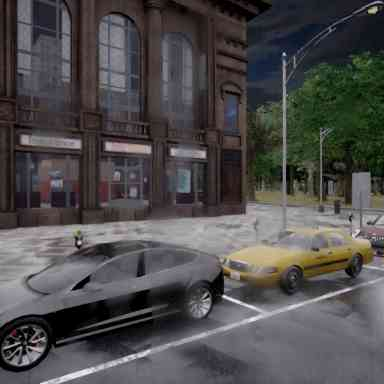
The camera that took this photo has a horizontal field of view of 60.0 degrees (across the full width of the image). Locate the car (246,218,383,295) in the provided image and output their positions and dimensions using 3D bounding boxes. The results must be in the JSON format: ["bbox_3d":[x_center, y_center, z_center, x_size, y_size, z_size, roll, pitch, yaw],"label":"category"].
[{"bbox_3d":[2.911,1.525,8.730,4.829,1.417,1.752,0,0,-36],"label":"car"}]

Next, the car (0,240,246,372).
[{"bbox_3d":[-1.376,1.566,5.668,4.313,1.339,1.947,0,0,-36],"label":"car"}]

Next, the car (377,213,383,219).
[{"bbox_3d":[7.475,1.441,11.988,4.097,1.590,1.967,0,0,-36],"label":"car"}]
